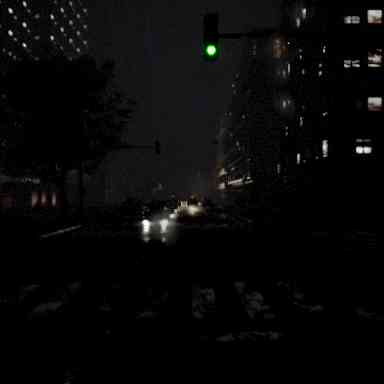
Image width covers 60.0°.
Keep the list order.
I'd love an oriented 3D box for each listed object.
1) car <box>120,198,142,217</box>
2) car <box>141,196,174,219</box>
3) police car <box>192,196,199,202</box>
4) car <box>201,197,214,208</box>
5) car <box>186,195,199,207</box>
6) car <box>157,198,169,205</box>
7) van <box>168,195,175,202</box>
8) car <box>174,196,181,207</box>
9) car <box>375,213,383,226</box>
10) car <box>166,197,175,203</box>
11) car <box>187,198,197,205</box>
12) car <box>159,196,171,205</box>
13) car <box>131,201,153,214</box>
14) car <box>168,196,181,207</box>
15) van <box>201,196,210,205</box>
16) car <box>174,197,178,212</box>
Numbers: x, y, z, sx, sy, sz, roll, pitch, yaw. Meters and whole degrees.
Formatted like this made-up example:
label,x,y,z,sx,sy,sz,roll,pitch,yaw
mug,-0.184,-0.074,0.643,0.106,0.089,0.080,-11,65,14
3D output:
label,x,y,z,sx,sy,sz,roll,pitch,yaw
car,-5.690,1.489,33.003,2.192,1.841,5.009,0,0,0
car,-3.098,1.513,30.740,2.097,1.767,4.553,0,0,0
police car,0.908,1.984,95.237,1.930,1.638,5.238,0,0,0
car,2.693,1.865,55.092,1.947,1.339,4.313,0,0,0
car,0.105,1.836,60.158,1.837,1.490,4.892,0,0,0
car,-5.687,1.933,66.139,1.947,1.339,4.313,0,0,0
van,-5.686,1.889,93.753,1.690,1.788,3.998,0,0,0
car,-3.090,1.790,49.139,1.812,1.442,4.674,0,0,1
car,13.427,1.443,20.019,4.403,1.369,2.008,-1,1,-1
car,-5.686,2.062,88.230,2.008,1.369,4.403,0,0,0
car,0.007,1.946,72.308,2.033,1.411,5.357,0,0,0
car,-5.687,1.717,71.662,2.192,1.841,5.009,0,0,0
car,-5.689,1.771,38.525,1.947,1.339,4.313,0,0,0
car,-3.035,1.675,59.070,2.097,1.767,4.553,0,0,0
van,2.693,1.708,66.139,1.690,1.788,3.998,0,0,0
car,-3.092,1.690,39.830,1.882,1.535,5.008,0,0,0
